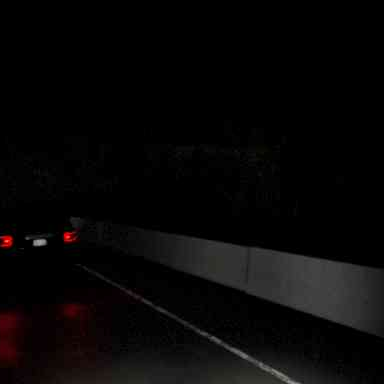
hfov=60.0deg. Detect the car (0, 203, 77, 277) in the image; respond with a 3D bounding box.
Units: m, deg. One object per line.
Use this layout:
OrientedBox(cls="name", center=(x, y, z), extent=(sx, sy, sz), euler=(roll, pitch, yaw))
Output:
OrientedBox(cls="car", center=(-5.308, 1.372, 10.413), extent=(2.150, 2.045, 5.566), euler=(1, -1, -35))
